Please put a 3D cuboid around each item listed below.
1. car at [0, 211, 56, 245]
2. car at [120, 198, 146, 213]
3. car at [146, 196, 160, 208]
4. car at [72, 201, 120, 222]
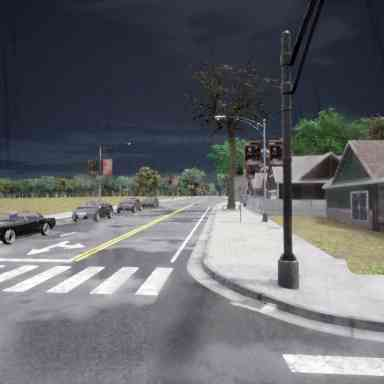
[{"bbox_3d":[-8.444,1.594,15.733,1.895,1.301,4.718,0,0,5],"label":"car"},{"bbox_3d":[-6.683,1.430,35.991,1.837,1.490,4.892,0,0,5],"label":"car"},{"bbox_3d":[-5.755,1.409,46.210,1.837,1.490,4.892,0,0,6],"label":"car"},{"bbox_3d":[-7.571,1.449,25.785,2.128,1.511,4.902,0,0,5],"label":"car"}]
